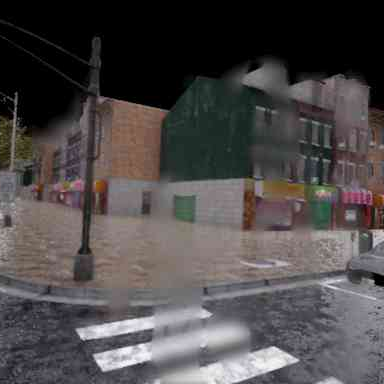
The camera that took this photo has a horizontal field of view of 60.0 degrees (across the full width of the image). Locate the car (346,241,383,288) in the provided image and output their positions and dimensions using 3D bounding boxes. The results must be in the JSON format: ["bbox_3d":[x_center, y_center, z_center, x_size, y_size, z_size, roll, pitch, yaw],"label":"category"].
[{"bbox_3d":[6.352,2.028,9.669,4.313,1.339,1.947,3,-1,-32],"label":"car"}]
